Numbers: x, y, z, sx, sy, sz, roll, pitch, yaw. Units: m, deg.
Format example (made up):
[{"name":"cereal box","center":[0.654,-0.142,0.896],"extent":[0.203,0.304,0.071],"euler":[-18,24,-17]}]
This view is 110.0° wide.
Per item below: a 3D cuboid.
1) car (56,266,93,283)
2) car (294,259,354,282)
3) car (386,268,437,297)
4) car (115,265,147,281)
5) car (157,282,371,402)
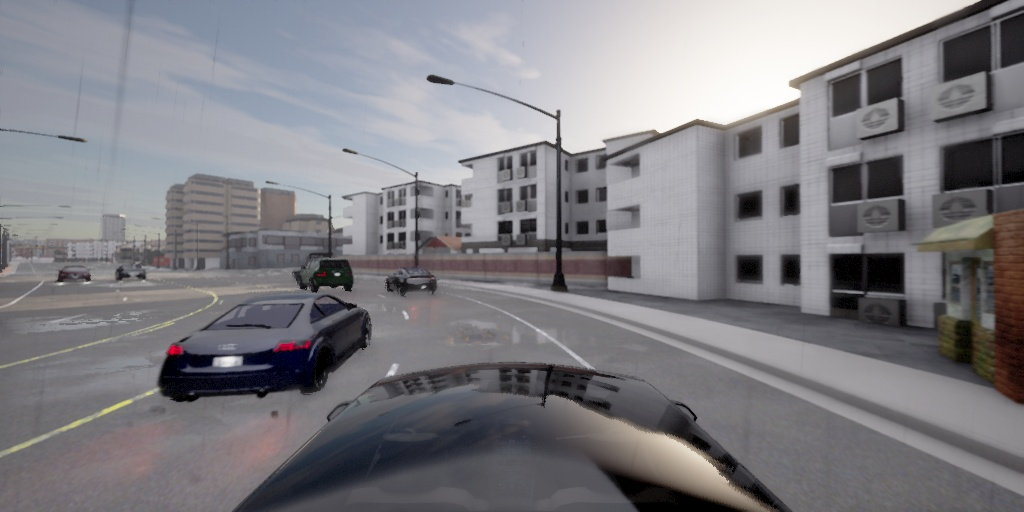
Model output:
[{"name":"car","center":[-40.008,1.613,32.801],"extent":[4.674,1.442,1.812],"euler":[-1,-1,39]},{"name":"car","center":[-11.821,1.177,22.685],"extent":[2.150,2.045,5.566],"euler":[1,-1,-41]},{"name":"car","center":[-5.865,1.419,20.600],"extent":[2.128,1.511,4.902],"euler":[0,-1,-32]},{"name":"car","center":[-37.472,1.596,35.247],"extent":[4.902,1.511,2.128],"euler":[-1,-1,39]},{"name":"car","center":[-4.005,1.363,6.638],"extent":[1.994,1.385,4.181],"euler":[0,-1,-9]}]
